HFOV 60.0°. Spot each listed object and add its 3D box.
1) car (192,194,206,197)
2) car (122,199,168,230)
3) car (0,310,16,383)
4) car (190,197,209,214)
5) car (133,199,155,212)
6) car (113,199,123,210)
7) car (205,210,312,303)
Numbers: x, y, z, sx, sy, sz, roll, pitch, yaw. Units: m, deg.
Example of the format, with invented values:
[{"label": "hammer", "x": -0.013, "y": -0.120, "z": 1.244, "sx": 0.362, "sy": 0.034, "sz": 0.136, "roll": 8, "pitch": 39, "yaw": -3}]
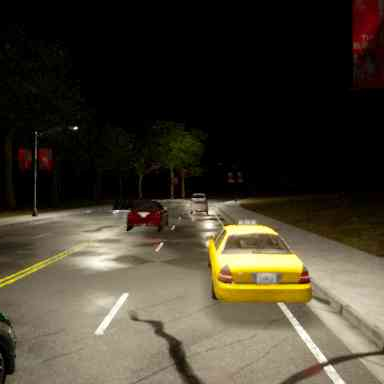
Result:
[{"label": "car", "x": 1.040, "y": 1.256, "z": 45.206, "sx": 2.150, "sy": 2.045, "sz": 5.566, "roll": 0, "pitch": 0, "yaw": 5}, {"label": "car", "x": -2.707, "y": 1.364, "z": 21.062, "sx": 2.097, "sy": 1.767, "sz": 4.553, "roll": 0, "pitch": 0, "yaw": 1}, {"label": "car", "x": -3.083, "y": 1.352, "z": 1.944, "sx": 2.097, "sy": 1.767, "sz": 4.553, "roll": 0, "pitch": 0, "yaw": 1}, {"label": "car", "x": 0.791, "y": 1.555, "z": 35.321, "sx": 1.812, "sy": 1.442, "sz": 4.674, "roll": 0, "pitch": 0, "yaw": 1}, {"label": "car", "x": -5.711, "y": 1.560, "z": 39.920, "sx": 1.812, "sy": 1.442, "sz": 4.674, "roll": 0, "pitch": 0, "yaw": 2}, {"label": "car", "x": -8.820, "y": 1.603, "z": 43.113, "sx": 1.994, "sy": 1.385, "sz": 4.181, "roll": 0, "pitch": 0, "yaw": 3}, {"label": "car", "x": 1.330, "y": 1.459, "z": 8.281, "sx": 1.801, "sy": 1.575, "sz": 5.366, "roll": 0, "pitch": 0, "yaw": 1}]
